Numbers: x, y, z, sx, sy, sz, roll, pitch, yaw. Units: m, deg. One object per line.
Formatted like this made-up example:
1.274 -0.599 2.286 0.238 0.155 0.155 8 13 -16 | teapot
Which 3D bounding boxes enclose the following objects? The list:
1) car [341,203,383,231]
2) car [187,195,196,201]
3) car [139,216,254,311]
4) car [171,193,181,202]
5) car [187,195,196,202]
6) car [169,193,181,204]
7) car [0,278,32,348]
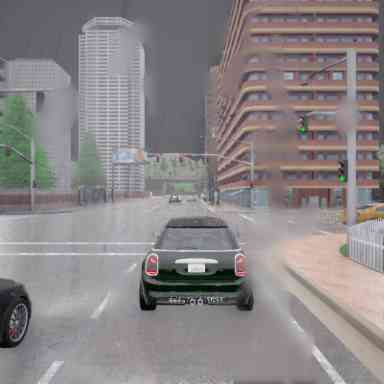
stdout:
11.369 1.422 19.559 5.008 1.535 1.882 0 0 -9 | car
-0.161 1.506 85.343 2.128 1.511 4.902 0 0 0 | car
0.098 1.352 7.936 2.097 1.767 4.553 0 0 1 | car
-3.643 1.219 76.086 2.150 2.045 5.566 0 0 0 | car
-0.144 1.518 76.344 1.812 1.442 4.674 0 0 0 | car
-3.525 1.491 66.085 2.128 1.511 4.902 0 0 0 | car
-3.431 1.526 3.317 1.812 1.442 4.674 0 0 0 | car
